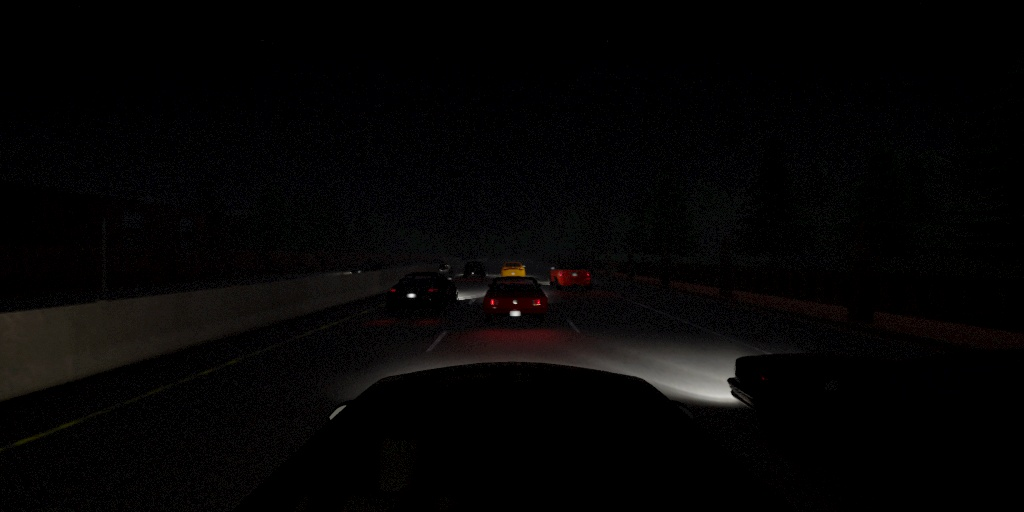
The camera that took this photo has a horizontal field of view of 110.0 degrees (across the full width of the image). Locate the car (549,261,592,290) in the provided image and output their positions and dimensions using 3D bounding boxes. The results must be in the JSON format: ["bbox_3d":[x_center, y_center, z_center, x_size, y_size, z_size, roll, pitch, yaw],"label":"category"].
[{"bbox_3d":[3.599,1.094,22.675,2.097,1.767,4.553,0,0,0],"label":"car"}]

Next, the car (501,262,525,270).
[{"bbox_3d":[0.077,1.217,30.262,1.882,1.535,5.008,0,0,0],"label":"car"}]

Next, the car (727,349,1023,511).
[{"bbox_3d":[3.601,1.297,1.984,2.033,1.411,5.357,0,0,0],"label":"car"}]

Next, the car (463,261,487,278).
[{"bbox_3d":[-3.466,1.243,33.888,1.837,1.490,4.892,0,0,-1],"label":"car"}]

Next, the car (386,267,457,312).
[{"bbox_3d":[-3.400,1.309,14.131,1.994,1.385,4.181,0,0,0],"label":"car"}]

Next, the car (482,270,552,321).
[{"bbox_3d":[0.092,1.347,12.416,1.895,1.301,4.718,0,0,0],"label":"car"}]

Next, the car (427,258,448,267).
[{"bbox_3d":[-11.120,1.208,52.648,1.882,1.535,5.008,0,0,-1],"label":"car"}]

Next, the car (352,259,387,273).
[{"bbox_3d":[-14.185,1.229,35.605,2.128,1.511,4.902,0,0,-1],"label":"car"}]
